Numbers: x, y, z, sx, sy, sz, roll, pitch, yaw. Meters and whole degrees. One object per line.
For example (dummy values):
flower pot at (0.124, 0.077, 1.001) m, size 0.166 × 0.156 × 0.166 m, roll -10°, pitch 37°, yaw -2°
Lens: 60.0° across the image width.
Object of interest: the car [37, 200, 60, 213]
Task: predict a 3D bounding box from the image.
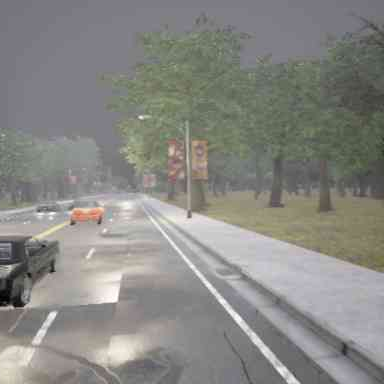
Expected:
car at (-17.339, 1.734, 40.337) m, size 1.994 × 1.385 × 4.181 m, roll -1°, pitch 0°, yaw -10°

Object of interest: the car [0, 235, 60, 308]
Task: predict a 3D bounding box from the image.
car at (-4.465, 1.676, 7.833) m, size 1.895 × 1.301 × 4.718 m, roll -1°, pitch 0°, yaw -11°

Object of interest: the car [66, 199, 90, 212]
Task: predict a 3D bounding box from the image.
car at (-14.372, 1.632, 42.252) m, size 2.033 × 1.411 × 5.357 m, roll -1°, pitch 1°, yaw -10°

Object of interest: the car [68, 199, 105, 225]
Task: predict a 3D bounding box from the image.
car at (-7.746, 1.423, 25.112) m, size 2.097 × 1.767 × 4.553 m, roll -1°, pitch 0°, yaw -11°
